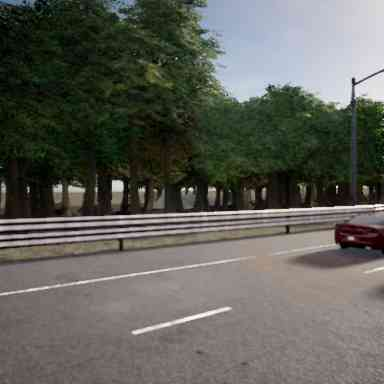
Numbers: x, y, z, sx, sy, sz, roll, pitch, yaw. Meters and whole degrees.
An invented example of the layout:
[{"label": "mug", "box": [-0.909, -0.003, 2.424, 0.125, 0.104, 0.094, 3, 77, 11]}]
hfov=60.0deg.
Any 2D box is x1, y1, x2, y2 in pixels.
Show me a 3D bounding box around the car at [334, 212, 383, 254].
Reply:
[{"label": "car", "box": [7.953, 1.576, 13.800, 5.008, 1.535, 1.882, 0, 0, -35]}]
